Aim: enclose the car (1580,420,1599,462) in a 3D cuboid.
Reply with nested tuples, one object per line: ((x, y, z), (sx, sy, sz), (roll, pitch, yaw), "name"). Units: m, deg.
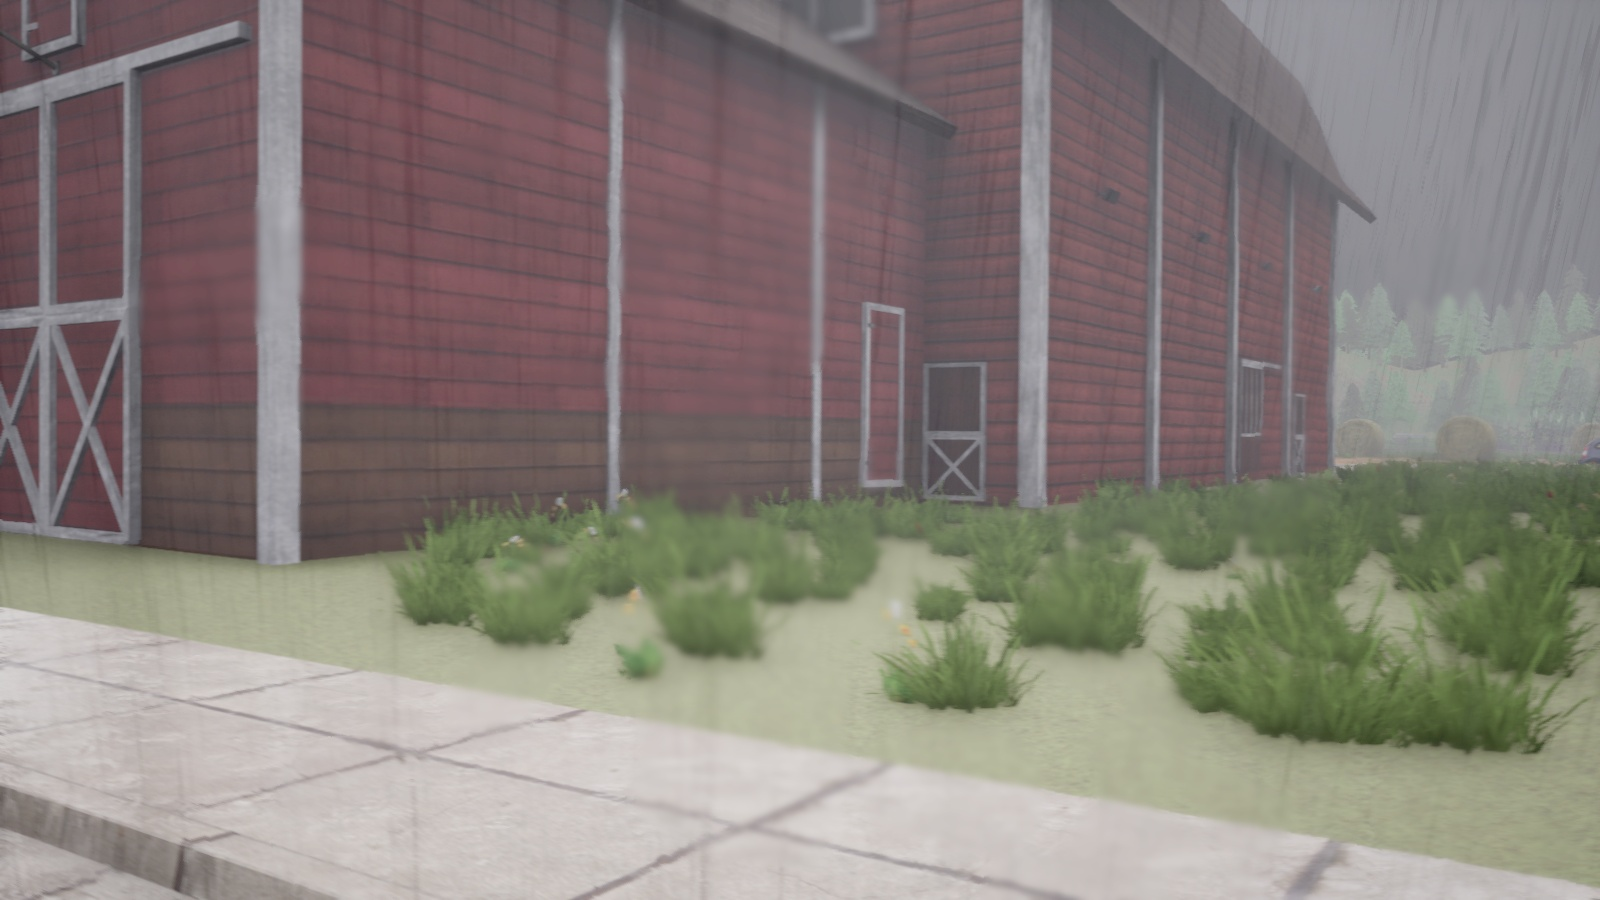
((32.797, -0.363, 48.953), (3.988, 1.617, 1.851), (0, 1, 34), "car")
